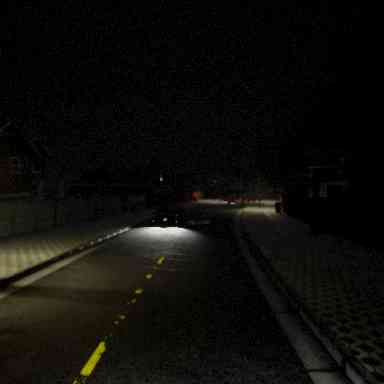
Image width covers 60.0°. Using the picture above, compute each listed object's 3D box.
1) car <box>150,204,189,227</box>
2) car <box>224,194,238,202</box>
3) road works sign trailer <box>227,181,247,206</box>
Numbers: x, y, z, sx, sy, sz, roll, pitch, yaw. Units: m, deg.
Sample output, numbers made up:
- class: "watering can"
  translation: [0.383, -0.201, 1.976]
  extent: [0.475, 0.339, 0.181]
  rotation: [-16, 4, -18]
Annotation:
- class: "car"
  translation: [-1.400, 1.471, 22.173]
  extent: [1.994, 1.385, 4.181]
  rotation: [0, 0, 7]
- class: "car"
  translation: [7.333, 1.097, 61.616]
  extent: [1.994, 1.385, 4.181]
  rotation: [1, 1, 19]
- class: "road works sign trailer"
  translation: [6.628, 0.180, 49.868]
  extent: [2.380, 3.560, 2.880]
  rotation: [1, 1, 18]
